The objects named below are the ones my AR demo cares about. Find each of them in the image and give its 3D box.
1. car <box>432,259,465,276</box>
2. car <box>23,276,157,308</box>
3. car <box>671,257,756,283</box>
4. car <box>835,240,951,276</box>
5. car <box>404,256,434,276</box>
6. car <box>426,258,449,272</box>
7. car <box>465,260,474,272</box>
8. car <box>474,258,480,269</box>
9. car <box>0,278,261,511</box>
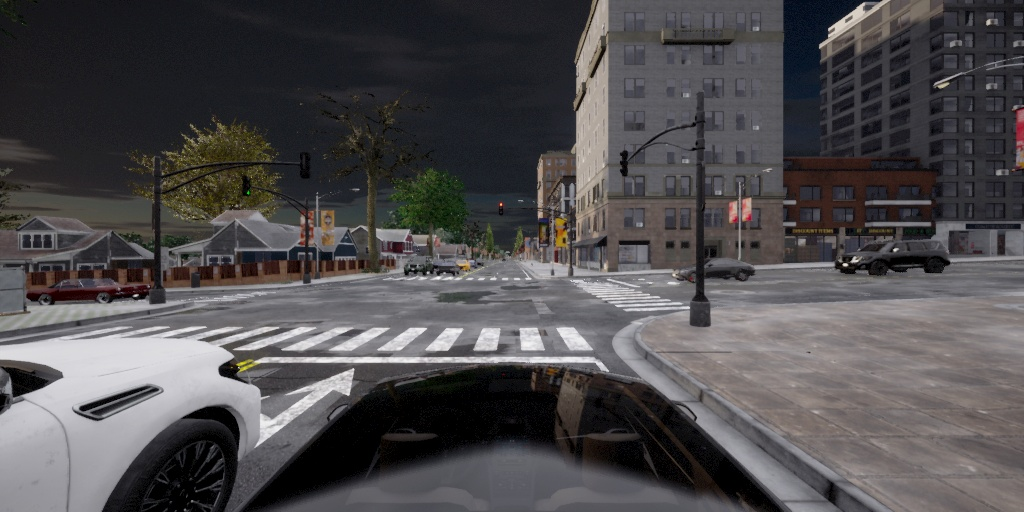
[{"bbox_3d":[-6.640,1.315,37.906,2.033,1.411,5.357,0,0,0],"label":"car"},{"bbox_3d":[-21.644,1.806,18.537,4.718,1.301,1.895,-2,0,0],"label":"car"},{"bbox_3d":[12.225,0.820,21.894,4.674,1.442,1.812,-2,0,1],"label":"car"},{"bbox_3d":[23.156,0.099,21.935,5.566,2.045,2.150,-2,0,0],"label":"car"},{"bbox_3d":[-9.887,0.990,38.598,2.150,2.045,5.566,0,0,0],"label":"car"},{"bbox_3d":[-9.899,1.136,48.070,2.097,1.767,4.553,0,0,0],"label":"car"},{"bbox_3d":[-6.651,1.261,47.697,1.882,1.535,5.008,0,0,0],"label":"car"},{"bbox_3d":[-6.654,1.335,57.871,1.812,1.442,4.674,0,0,0],"label":"car"},{"bbox_3d":[-3.145,0.972,0.564,2.150,2.045,5.566,0,0,0],"label":"car"}]
